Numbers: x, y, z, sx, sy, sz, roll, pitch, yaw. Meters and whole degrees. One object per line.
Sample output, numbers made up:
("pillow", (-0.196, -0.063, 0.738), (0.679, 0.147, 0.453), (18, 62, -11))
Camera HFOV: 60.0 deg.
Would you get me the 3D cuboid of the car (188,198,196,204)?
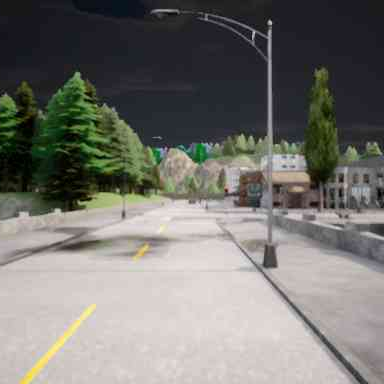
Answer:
("car", (0.048, 2.449, 85.607), (2.128, 1.511, 4.902), (0, -1, 0))
